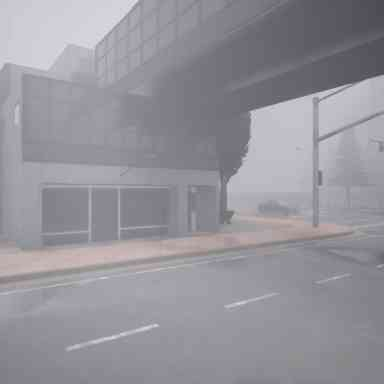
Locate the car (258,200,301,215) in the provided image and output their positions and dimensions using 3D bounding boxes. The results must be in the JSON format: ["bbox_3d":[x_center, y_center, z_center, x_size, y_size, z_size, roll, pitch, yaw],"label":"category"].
[{"bbox_3d":[8.765,1.526,33.745,1.812,1.442,4.674,0,0,-36],"label":"car"}]

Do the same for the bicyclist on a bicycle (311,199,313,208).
[{"bbox_3d":[15.798,1.301,42.775,1.656,1.620,0.582,0,0,-36],"label":"bicyclist on a bicycle"}]
